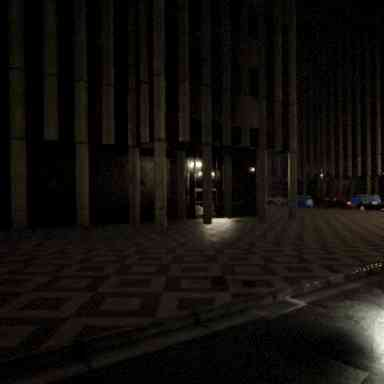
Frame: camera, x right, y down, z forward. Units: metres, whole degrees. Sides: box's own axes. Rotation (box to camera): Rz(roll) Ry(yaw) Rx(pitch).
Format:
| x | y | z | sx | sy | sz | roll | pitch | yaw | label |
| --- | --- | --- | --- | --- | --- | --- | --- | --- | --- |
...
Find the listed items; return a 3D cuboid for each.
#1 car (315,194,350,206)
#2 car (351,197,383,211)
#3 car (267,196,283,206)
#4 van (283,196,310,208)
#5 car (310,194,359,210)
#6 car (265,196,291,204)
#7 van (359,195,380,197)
| x | y | z | sx | sy | sz | roll | pitch | yaw | label |
| --- | --- | --- | --- | --- | --- | --- | --- | --- | --- |
| 23.061 | 1.303 | 54.800 | 2.192 | 1.841 | 5.009 | -1 | 1 | -36 | car |
| 22.588 | 1.690 | 40.861 | 2.008 | 1.369 | 4.403 | -1 | 1 | -36 | car |
| 12.902 | 1.514 | 54.311 | 1.967 | 1.590 | 4.097 | -1 | 1 | -36 | car |
| 16.129 | 1.437 | 49.827 | 1.690 | 1.788 | 3.998 | -1 | 1 | -36 | van |
| 19.358 | 1.432 | 45.343 | 2.192 | 1.841 | 5.009 | -1 | 1 | -36 | car |
| 16.510 | 1.471 | 63.909 | 1.752 | 1.417 | 4.829 | -1 | 1 | -36 | car |
| 26.288 | 1.351 | 50.315 | 1.690 | 1.788 | 3.998 | -1 | 1 | -36 | van |
